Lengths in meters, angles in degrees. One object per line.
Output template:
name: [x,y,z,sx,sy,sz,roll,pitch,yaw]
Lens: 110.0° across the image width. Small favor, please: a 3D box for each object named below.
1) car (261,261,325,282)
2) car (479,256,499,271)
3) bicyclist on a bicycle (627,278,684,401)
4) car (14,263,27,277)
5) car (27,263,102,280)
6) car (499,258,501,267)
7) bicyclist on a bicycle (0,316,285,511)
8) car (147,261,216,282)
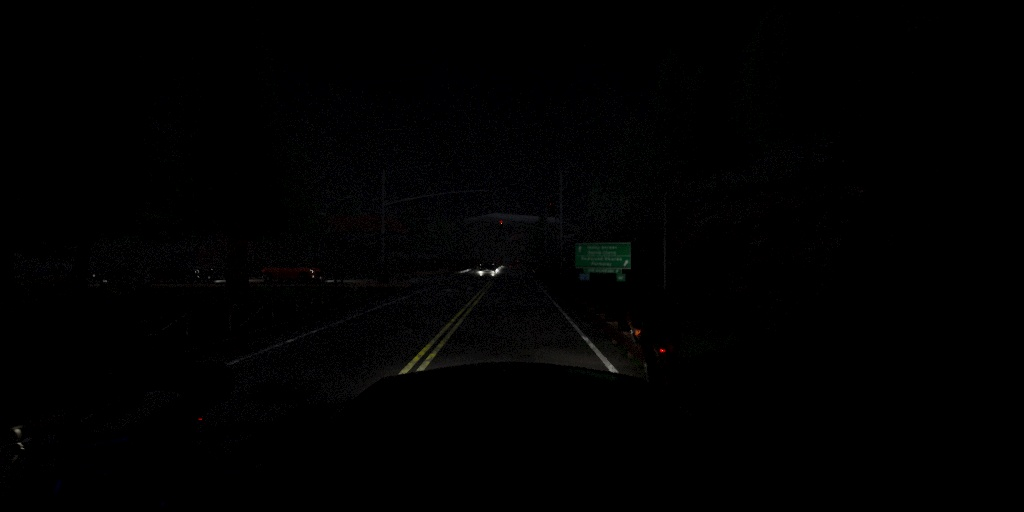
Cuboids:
car: [-18.295,1.250,30.113,4.553,1.767,2.097,0,0,1]
car: [-3.302,1.104,49.439,2.097,1.767,4.553,0,0,1]
bicyclist on a bicycle: [1.738,1.093,4.323,0.582,1.620,1.656,-8,-3,7]
car: [-47.787,1.418,35.391,5.357,1.411,2.033,0,0,9]
car: [-37.804,1.405,30.593,4.674,1.442,1.812,0,0,4]
car: [-3.186,1.354,58.676,1.895,1.301,4.718,0,0,1]
bicyclist on a bicycle: [-2.452,1.203,2.385,0.582,1.620,1.656,0,2,39]
car: [-27.735,1.241,30.226,4.553,1.767,2.097,0,0,1]
